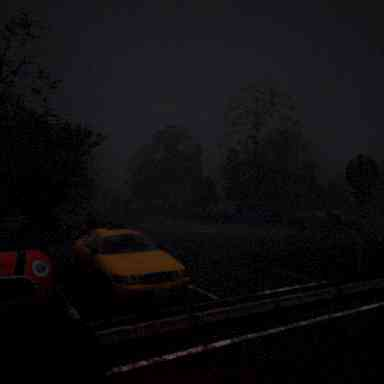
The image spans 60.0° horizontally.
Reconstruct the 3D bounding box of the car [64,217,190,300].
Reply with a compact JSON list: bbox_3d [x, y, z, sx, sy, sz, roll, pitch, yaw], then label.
[{"bbox_3d":[-1.932,1.687,9.036,1.946,1.575,5.366,1,-2,-29],"label":"car"}]

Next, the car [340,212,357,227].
[{"bbox_3d":[13.357,2.392,31.994,2.185,1.767,4.553,2,-2,-29],"label":"car"}]

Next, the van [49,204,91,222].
[{"bbox_3d":[-7.439,1.721,20.096,1.878,1.987,4.442,1,-2,-29],"label":"van"}]

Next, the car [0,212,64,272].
[{"bbox_3d":[-4.578,1.532,7.791,2.185,1.767,4.553,1,-2,-29],"label":"car"}]

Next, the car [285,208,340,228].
[{"bbox_3d":[10.617,2.464,30.391,2.002,1.452,4.674,2,-2,-29],"label":"car"}]

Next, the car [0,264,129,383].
[{"bbox_3d":[-2.802,1.536,1.536,4.902,1.511,2.128,1,-1,-29],"label":"car"}]
